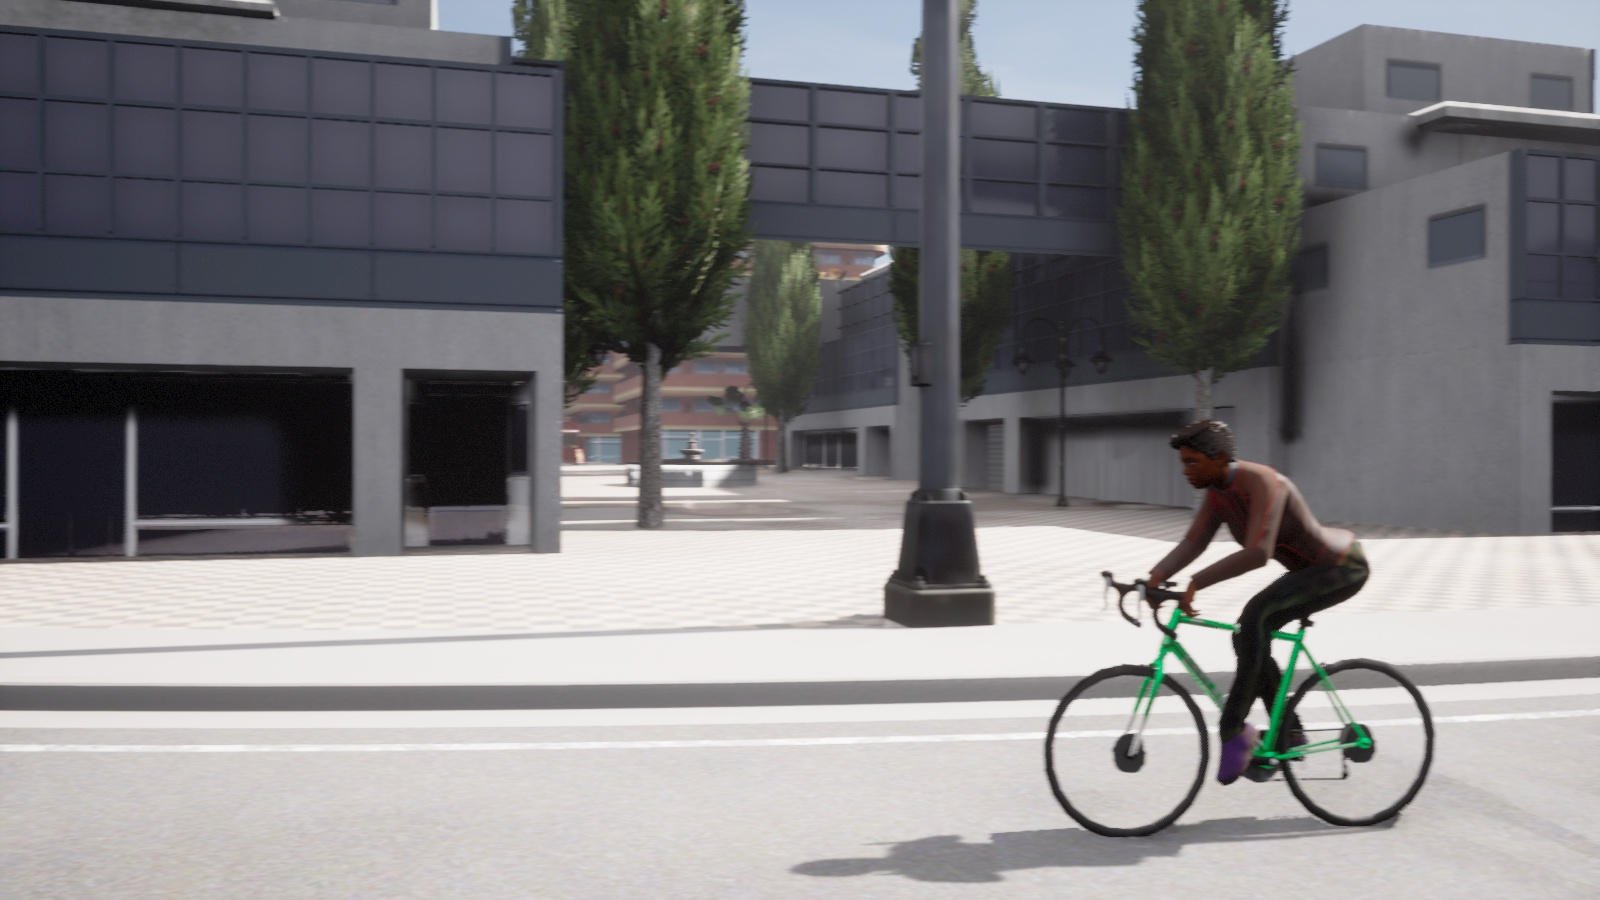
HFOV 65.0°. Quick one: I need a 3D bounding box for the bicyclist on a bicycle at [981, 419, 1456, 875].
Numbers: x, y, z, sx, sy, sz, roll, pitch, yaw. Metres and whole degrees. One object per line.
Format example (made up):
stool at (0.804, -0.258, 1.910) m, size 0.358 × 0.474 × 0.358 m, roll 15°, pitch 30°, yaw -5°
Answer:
bicyclist on a bicycle at (1.598, 0.699, 4.888) m, size 1.656 × 1.620 × 0.582 m, roll 0°, pitch 0°, yaw -8°
